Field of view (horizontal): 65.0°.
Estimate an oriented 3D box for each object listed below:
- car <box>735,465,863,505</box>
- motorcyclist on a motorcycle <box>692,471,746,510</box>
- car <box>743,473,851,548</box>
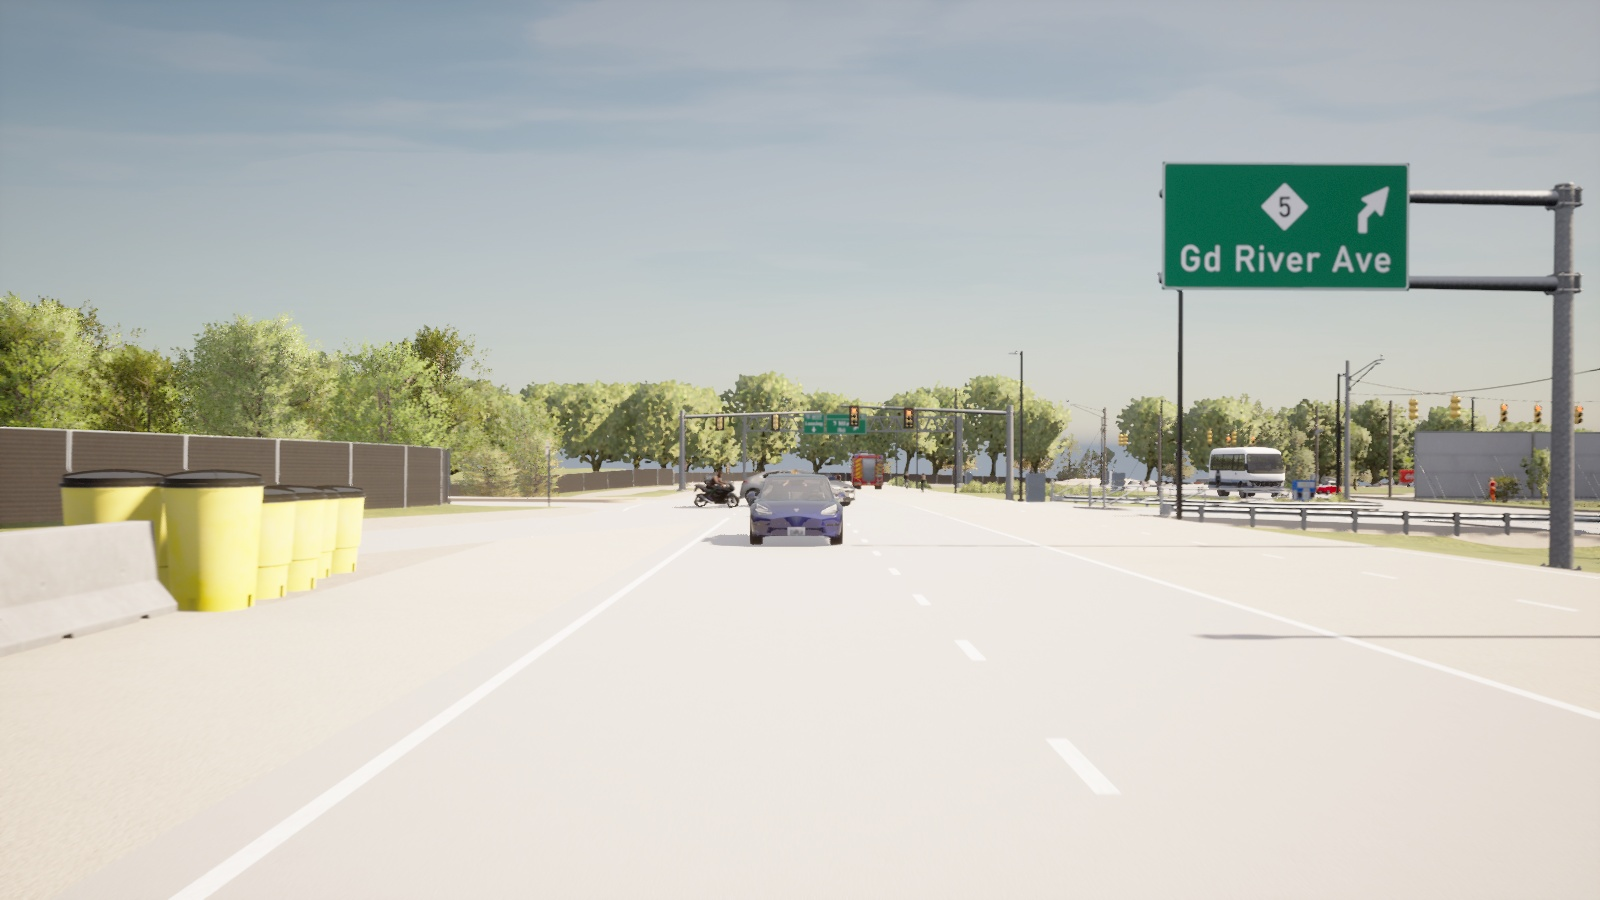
[{"bbox_3d":[-0.040,1.476,53.778,5.027,1.651,2.152,-1,-1,25],"label":"car"},{"bbox_3d":[-3.325,1.655,51.421,2.044,1.523,0.797,0,1,18],"label":"motorcyclist on a motorcycle"},{"bbox_3d":[-0.066,1.265,27.739,2.163,1.488,4.792,0,-1,0],"label":"car"}]
